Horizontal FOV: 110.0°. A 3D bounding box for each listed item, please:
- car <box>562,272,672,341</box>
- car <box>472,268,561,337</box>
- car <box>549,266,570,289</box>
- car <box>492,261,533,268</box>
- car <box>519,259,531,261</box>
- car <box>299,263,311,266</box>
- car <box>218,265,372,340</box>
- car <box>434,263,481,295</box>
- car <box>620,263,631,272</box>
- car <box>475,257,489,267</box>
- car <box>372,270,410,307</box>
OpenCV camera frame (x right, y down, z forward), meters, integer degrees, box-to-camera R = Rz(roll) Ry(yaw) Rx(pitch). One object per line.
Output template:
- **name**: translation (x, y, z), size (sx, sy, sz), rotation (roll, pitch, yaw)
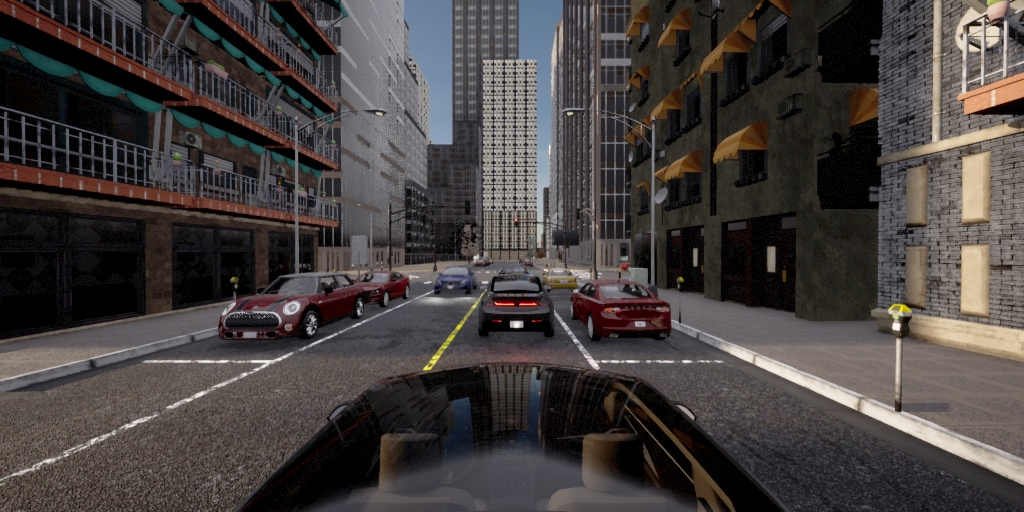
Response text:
- **car**: translation (2.697, 1.294, 9.748), size (1.888, 1.381, 4.507), rotation (0, 0, 0)
- **car**: translation (0.108, 1.253, 10.299), size (1.837, 1.490, 4.892), rotation (0, 0, 0)
- **car**: translation (2.707, 1.273, 20.965), size (1.751, 1.417, 4.829), rotation (0, 0, 0)
- **car**: translation (0.116, 1.239, 20.433), size (2.128, 1.511, 4.902), rotation (0, 0, 0)
- **car**: translation (2.749, 1.186, 64.321), size (1.967, 1.591, 4.097), rotation (0, 0, 0)
- **car**: translation (-23.799, 1.495, 39.642), size (4.097, 1.591, 1.967), rotation (0, 0, 0)
- **car**: translation (-5.684, 1.189, 9.770), size (1.967, 1.591, 4.097), rotation (0, 0, 0)
- **car**: translation (-3.007, 1.273, 19.925), size (1.812, 1.442, 4.674), rotation (0, 0, 1)
- **car**: translation (14.299, 1.005, 39.926), size (4.507, 1.381, 1.888), rotation (0, 0, 0)
- **car**: translation (-5.631, 1.292, 64.330), size (1.888, 1.381, 4.507), rotation (0, 0, 0)
- **car**: translation (-5.679, 1.293, 15.294), size (1.888, 1.381, 4.507), rotation (0, 0, 0)
